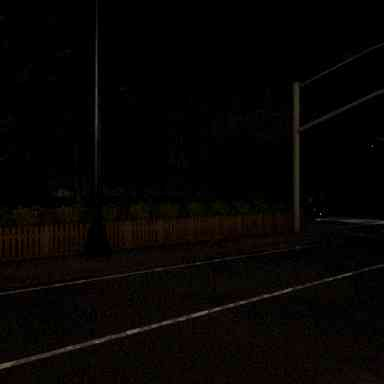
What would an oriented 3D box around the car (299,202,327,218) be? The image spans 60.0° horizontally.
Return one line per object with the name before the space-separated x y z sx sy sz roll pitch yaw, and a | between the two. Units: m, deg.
car | 9.856 1.601 30.557 1.895 1.301 4.718 0 0 -35
